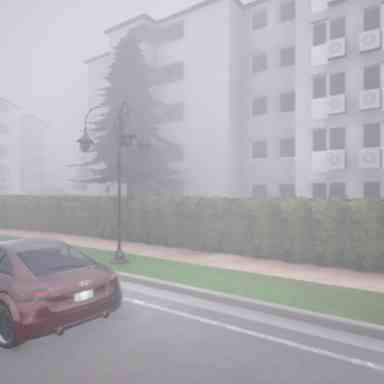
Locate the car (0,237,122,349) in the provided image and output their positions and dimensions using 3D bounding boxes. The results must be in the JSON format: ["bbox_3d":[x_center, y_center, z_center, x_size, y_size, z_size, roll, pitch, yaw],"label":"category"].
[{"bbox_3d":[-3.296,1.574,6.354,4.181,1.385,1.994,0,0,36],"label":"car"}]
